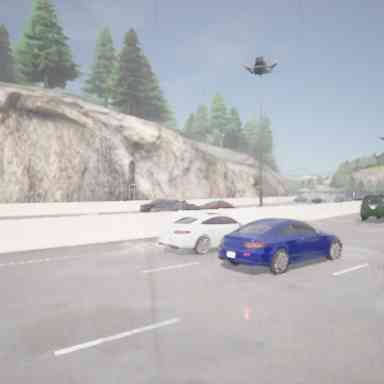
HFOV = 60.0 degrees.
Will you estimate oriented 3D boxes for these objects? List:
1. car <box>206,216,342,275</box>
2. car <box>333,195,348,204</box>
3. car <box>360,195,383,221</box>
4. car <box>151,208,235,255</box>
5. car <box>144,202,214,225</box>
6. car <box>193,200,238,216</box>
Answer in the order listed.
[{"bbox_3d":[2.867,1.531,10.494,4.674,1.442,1.812,0,0,-38],"label":"car"},{"bbox_3d":[29.073,1.472,65.046,1.882,1.535,5.008,0,0,33],"label":"car"},{"bbox_3d":[14.913,1.210,25.745,5.566,2.045,2.150,0,0,-44],"label":"car"},{"bbox_3d":[0.858,1.540,13.362,4.674,1.442,1.812,0,0,-38],"label":"car"},{"bbox_3d":[-0.900,1.582,25.732,5.357,1.411,2.033,0,0,-41],"label":"car"},{"bbox_3d":[2.440,1.560,33.471,4.674,1.442,1.812,0,0,-43],"label":"car"}]
